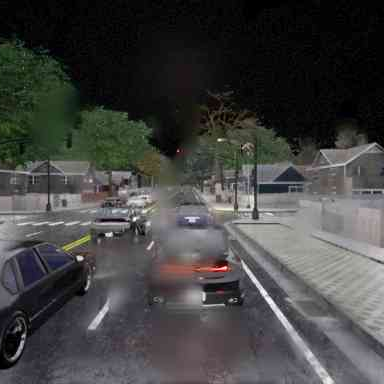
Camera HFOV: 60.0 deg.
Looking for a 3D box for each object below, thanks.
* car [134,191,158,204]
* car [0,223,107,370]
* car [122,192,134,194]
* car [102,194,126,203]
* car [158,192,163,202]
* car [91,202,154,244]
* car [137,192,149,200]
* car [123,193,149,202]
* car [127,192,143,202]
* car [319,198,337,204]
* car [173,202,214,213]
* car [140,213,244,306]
[{"bbox_3d":[-6.882,0.853,50.689,2.150,2.045,5.566,0,1,0],"label":"car"},{"bbox_3d":[-3.173,1.539,5.624,2.033,1.411,5.357,0,0,0],"label":"car"},{"bbox_3d":[-10.131,0.982,50.778,2.097,1.767,4.553,0,1,0],"label":"car"},{"bbox_3d":[-10.089,1.282,42.090,1.994,1.385,4.181,0,1,0],"label":"car"},{"bbox_3d":[-6.920,0.822,60.578,2.097,1.767,4.553,0,1,0],"label":"car"},{"bbox_3d":[-3.236,1.440,15.378,2.128,1.511,4.902,0,0,0],"label":"car"},{"bbox_3d":[-10.152,0.831,69.151,1.994,1.385,4.181,0,1,0],"label":"car"},{"bbox_3d":[-6.824,1.254,41.012,1.812,1.442,4.674,0,1,0],"label":"car"},{"bbox_3d":[-10.169,0.844,59.479,2.097,1.767,4.553,0,1,0],"label":"car"},{"bbox_3d":[12.416,1.268,30.835,4.674,1.442,1.812,0,1,-3],"label":"car"},{"bbox_3d":[0.072,1.290,17.035,2.097,1.767,4.553,0,0,2],"label":"car"},{"bbox_3d":[0.062,1.489,7.969,1.837,1.490,4.892,0,0,0],"label":"car"}]
